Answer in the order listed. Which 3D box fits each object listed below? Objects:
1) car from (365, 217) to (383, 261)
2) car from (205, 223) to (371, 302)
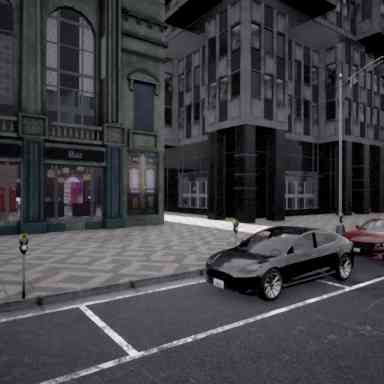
[{"bbox_3d":[6.921,1.545,11.603,4.507,1.381,1.887,0,0,-36],"label":"car"},{"bbox_3d":[2.336,1.566,8.324,4.313,1.339,1.947,0,0,-36],"label":"car"}]
